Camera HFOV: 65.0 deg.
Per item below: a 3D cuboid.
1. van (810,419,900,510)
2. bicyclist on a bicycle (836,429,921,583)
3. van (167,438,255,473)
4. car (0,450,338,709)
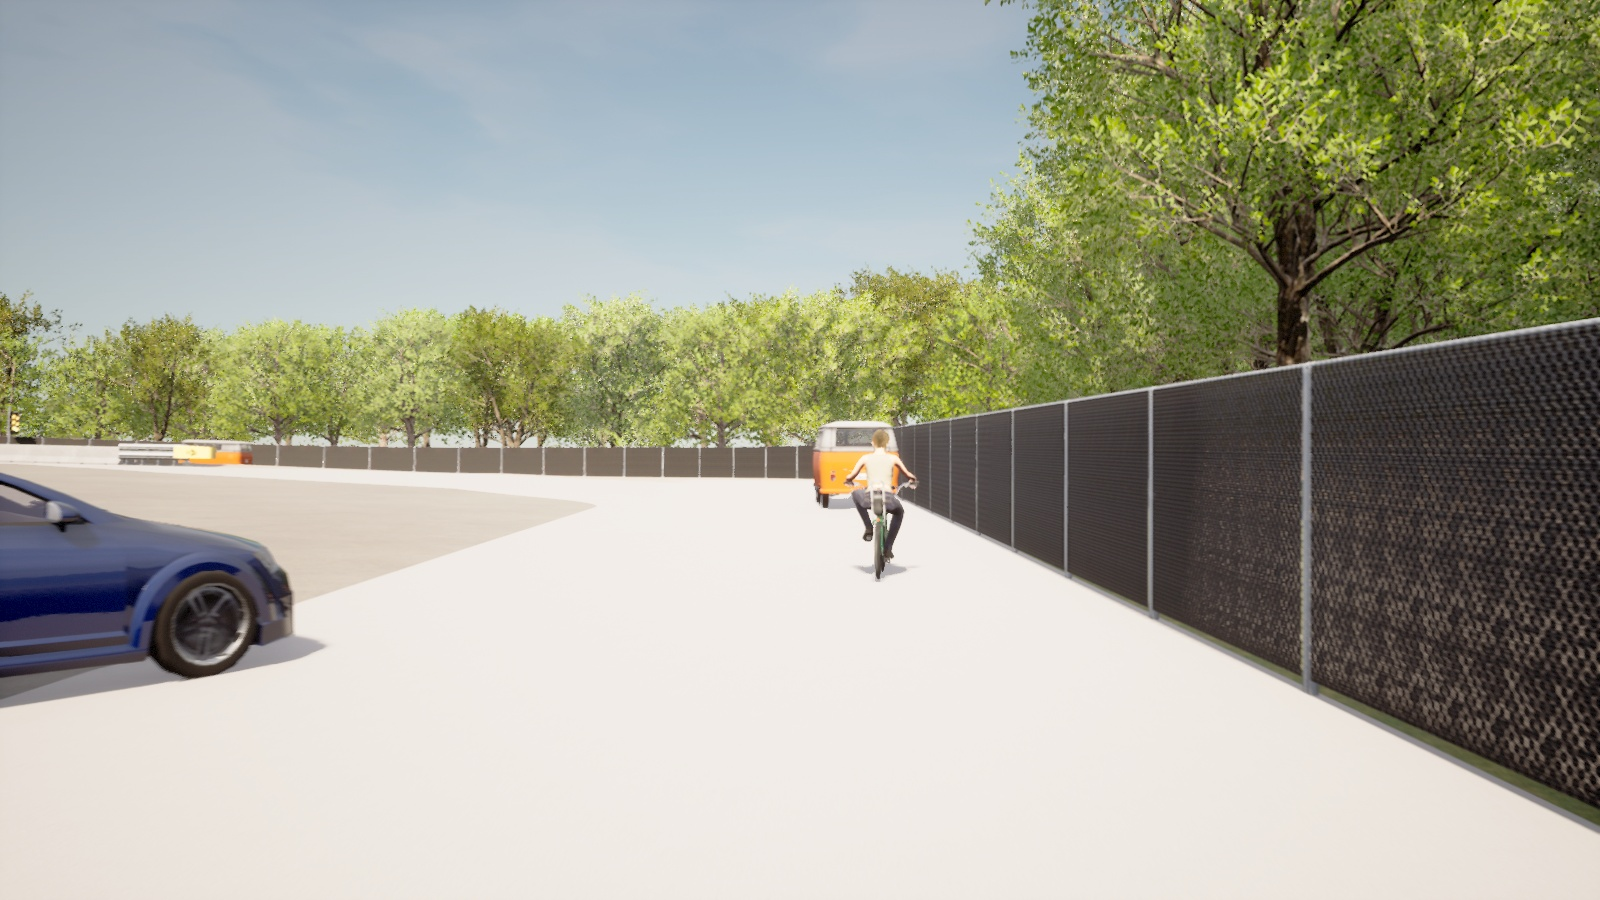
[{"bbox_3d":[1.225,0.309,29.869,1.775,1.987,4.442,0,0,-2],"label":"van"},{"bbox_3d":[0.898,0.584,13.976,0.866,1.612,1.509,0,0,6],"label":"bicyclist on a bicycle"},{"bbox_3d":[-35.604,0.328,75.930,4.442,1.987,1.775,1,-1,4],"label":"van"},{"bbox_3d":[-5.219,0.706,7.487,1.994,1.385,4.181,2,0,35],"label":"car"}]
